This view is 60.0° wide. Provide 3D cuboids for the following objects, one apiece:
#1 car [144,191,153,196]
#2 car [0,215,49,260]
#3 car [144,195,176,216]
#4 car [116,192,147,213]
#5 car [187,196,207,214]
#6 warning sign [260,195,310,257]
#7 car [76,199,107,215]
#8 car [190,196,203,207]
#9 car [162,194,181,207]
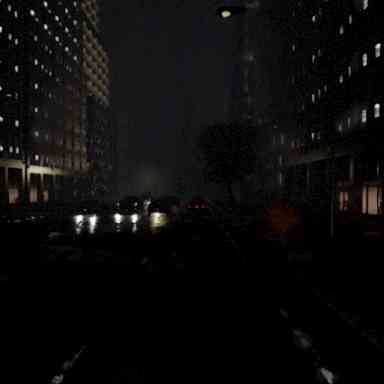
[{"bbox_3d":[-8.999,0.862,66.342,2.150,2.045,5.566,0,0,1],"label":"car"},{"bbox_3d":[-6.489,1.480,10.626,2.033,1.411,5.357,0,0,1],"label":"car"},{"bbox_3d":[-2.854,1.313,30.369,1.882,1.535,5.008,0,0,1],"label":"car"},{"bbox_3d":[-6.127,1.164,33.460,2.097,1.767,4.553,0,0,1],"label":"car"},{"bbox_3d":[0.463,1.377,32.628,2.033,1.411,5.357,0,0,1],"label":"car"},{"bbox_3d":[2.979,1.064,10.787,1.300,1.860,1.060,1,1,1],"label":"warning sign"},{"bbox_3d":[-9.418,1.383,31.422,1.994,1.385,4.181,0,0,1],"label":"car"},{"bbox_3d":[0.636,1.279,47.436,1.812,1.442,4.674,0,0,1],"label":"car"},{"bbox_3d":[-2.664,1.231,46.249,1.882,1.535,5.008,0,0,1],"label":"car"}]
